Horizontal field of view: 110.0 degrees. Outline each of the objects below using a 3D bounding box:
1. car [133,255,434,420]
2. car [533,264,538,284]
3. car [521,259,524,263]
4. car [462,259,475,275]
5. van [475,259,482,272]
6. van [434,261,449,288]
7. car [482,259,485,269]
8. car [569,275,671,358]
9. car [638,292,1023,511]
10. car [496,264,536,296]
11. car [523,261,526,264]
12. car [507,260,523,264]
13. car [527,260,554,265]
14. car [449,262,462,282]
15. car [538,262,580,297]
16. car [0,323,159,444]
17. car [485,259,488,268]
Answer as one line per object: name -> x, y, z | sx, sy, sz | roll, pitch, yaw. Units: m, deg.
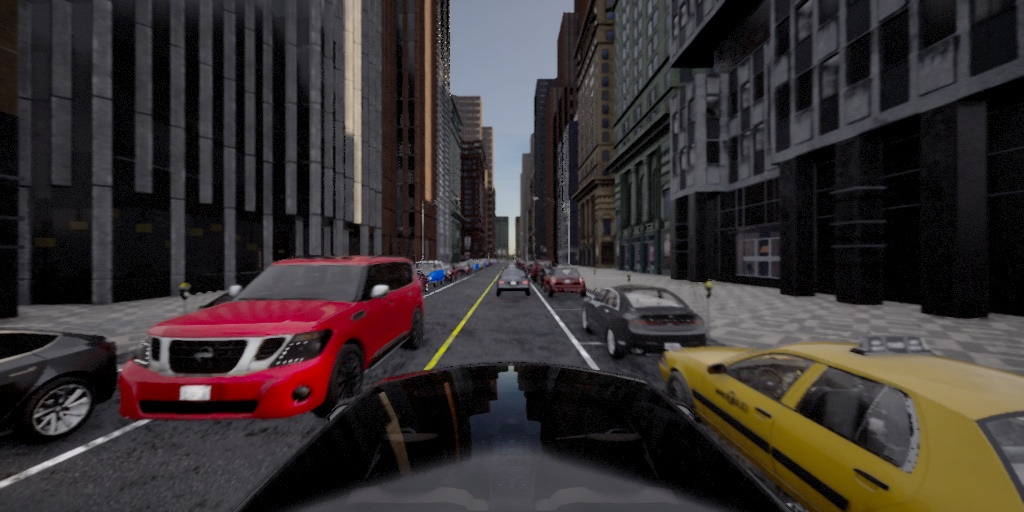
car -> -3.104, 1.004, 6.273 | 2.150, 2.045, 5.566 | 0, 0, 0
car -> 2.729, 1.439, 25.242 | 1.948, 1.339, 4.313 | 0, 0, 0
car -> 2.683, 1.468, 53.423 | 1.967, 1.591, 4.097 | 0, 0, 0
car -> -5.823, 1.426, 42.129 | 1.967, 1.591, 4.097 | 0, 0, 0
van -> -5.842, 1.389, 53.402 | 1.690, 1.789, 3.998 | 0, 0, 0
van -> -5.796, 1.233, 25.219 | 1.690, 1.789, 3.998 | 0, 0, 0
car -> -5.851, 1.606, 58.868 | 1.751, 1.417, 4.829 | 0, 0, 0
car -> 2.757, 1.330, 8.334 | 2.007, 1.370, 4.403 | 0, 0, 0
car -> 2.766, 1.274, 2.868 | 1.751, 1.417, 4.829 | 0, 0, 0
car -> 0.068, 1.400, 20.357 | 2.033, 1.411, 5.357 | 0, 0, 0
car -> 2.702, 1.532, 42.151 | 1.948, 1.339, 4.313 | 0, 0, 0
car -> 0.030, 1.486, 39.908 | 1.812, 1.442, 4.674 | 0, 0, 0
car -> 2.720, 1.219, 30.879 | 2.192, 1.841, 5.009 | 0, 0, 0
car -> -5.805, 1.363, 30.856 | 1.967, 1.591, 4.097 | 0, 0, 0
car -> 2.738, 1.282, 19.606 | 1.967, 1.591, 4.097 | 0, 0, 0
car -> -5.759, 1.335, 2.672 | 1.948, 1.339, 4.313 | 0, 0, 0
car -> -5.860, 1.664, 64.674 | 2.007, 1.370, 4.403 | 0, 0, 0
